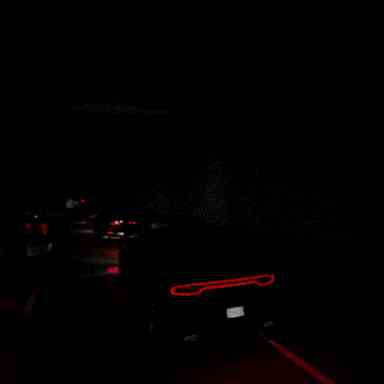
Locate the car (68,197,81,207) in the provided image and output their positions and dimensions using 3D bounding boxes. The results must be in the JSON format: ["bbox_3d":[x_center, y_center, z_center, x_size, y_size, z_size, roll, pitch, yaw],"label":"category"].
[{"bbox_3d":[-18.956,1.607,53.407,1.812,1.442,4.674,-1,0,-20],"label":"car"}]

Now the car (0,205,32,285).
[{"bbox_3d":[-6.021,1.408,9.422,2.097,1.767,4.553,-1,0,-21],"label":"car"}]

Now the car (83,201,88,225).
[{"bbox_3d":[-5.888,1.523,21.718,1.812,1.442,4.674,-1,0,-20],"label":"car"}]

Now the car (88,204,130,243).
[{"bbox_3d":[-3.791,1.491,16.097,1.837,1.490,4.892,-1,0,-20],"label":"car"}]

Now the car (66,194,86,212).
[{"bbox_3d":[-14.146,1.278,40.585,2.150,2.045,5.566,-1,0,-19],"label":"car"}]

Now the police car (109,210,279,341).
[{"bbox_3d":[-0.334,1.393,6.831,1.930,1.638,5.238,-1,0,-20],"label":"police car"}]

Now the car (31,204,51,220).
[{"bbox_3d":[-13.324,1.695,28.917,1.895,1.301,4.718,-1,0,-20],"label":"car"}]
